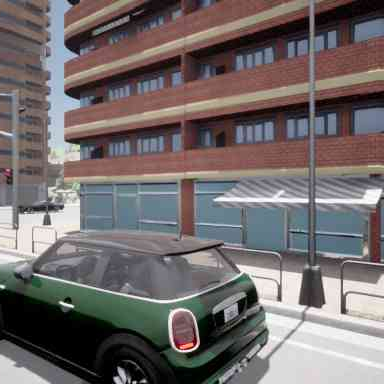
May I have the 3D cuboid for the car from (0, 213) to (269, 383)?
[{"bbox_3d":[-1.295,1.352,4.918,4.553,1.767,2.097,0,0,36],"label":"car"}]

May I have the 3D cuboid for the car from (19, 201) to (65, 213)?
[{"bbox_3d":[-16.291,1.601,35.728,1.895,1.301,4.718,0,0,36],"label":"car"}]
